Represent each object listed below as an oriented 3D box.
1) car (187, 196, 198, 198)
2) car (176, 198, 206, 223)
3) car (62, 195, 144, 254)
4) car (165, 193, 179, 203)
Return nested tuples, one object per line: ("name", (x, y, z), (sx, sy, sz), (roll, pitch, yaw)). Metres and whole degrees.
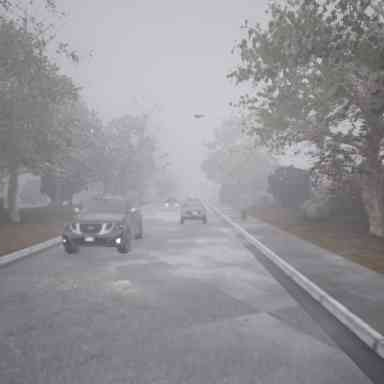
("car", (0.091, 1.215, 42.307), (2.128, 1.511, 4.902), (0, 1, 0))
("car", (0.089, 1.414, 24.399), (2.033, 1.411, 5.357), (0, 0, 0))
("car", (-3.352, 1.168, 13.649), (2.150, 2.045, 5.566), (0, 0, 0))
("car", (-3.320, 0.970, 55.329), (2.097, 1.767, 4.553), (0, 0, 0))
